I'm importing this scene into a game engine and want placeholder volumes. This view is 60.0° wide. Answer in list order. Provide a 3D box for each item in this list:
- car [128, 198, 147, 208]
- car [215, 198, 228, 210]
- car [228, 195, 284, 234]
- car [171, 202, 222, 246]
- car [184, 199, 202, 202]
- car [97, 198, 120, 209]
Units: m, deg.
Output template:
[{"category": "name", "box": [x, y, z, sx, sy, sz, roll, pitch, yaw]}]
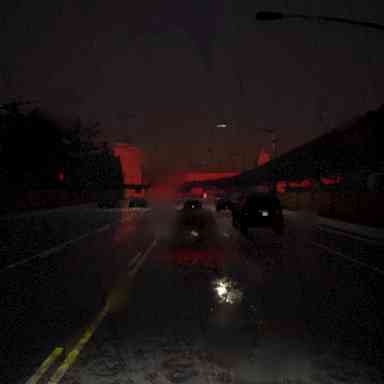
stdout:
[{"category": "car", "box": [-7.069, 1.441, 43.841, 1.994, 1.385, 4.181, 0, 0, 0]}, {"category": "car", "box": [3.608, 1.421, 37.099, 1.812, 1.442, 4.674, 0, 0, 0]}, {"category": "car", "box": [3.604, 1.167, 19.072, 2.150, 2.045, 5.566, 0, 0, 0]}, {"category": "car", "box": [0.104, 1.435, 15.079, 1.882, 1.535, 5.008, 0, 0, 0]}, {"category": "car", "box": [0.109, 1.460, 36.754, 1.994, 1.385, 4.181, 0, 0, 0]}, {"category": "car", "box": [-10.580, 1.427, 42.720, 2.033, 1.411, 5.357, 0, 0, 0]}]
